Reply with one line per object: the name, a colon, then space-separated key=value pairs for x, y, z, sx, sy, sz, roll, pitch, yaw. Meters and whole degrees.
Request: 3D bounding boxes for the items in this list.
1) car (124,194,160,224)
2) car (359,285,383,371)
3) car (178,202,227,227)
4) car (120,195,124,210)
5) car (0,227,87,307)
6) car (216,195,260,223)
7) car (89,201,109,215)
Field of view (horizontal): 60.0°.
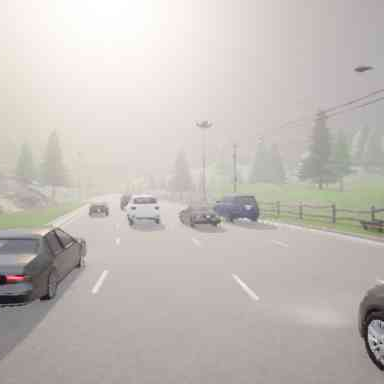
car: x=-3.776 y=1.271 z=25.238 sx=2.150 sy=2.045 sz=5.566 roll=0 pitch=0 yaw=-14
car: x=3.329 y=1.496 z=2.745 sx=1.837 sy=1.490 sz=4.892 roll=0 pitch=0 yaw=-2
car: x=0.402 y=1.576 z=22.859 sx=2.033 sy=1.411 sz=5.357 roll=0 pitch=0 yaw=-14
car: x=-8.602 y=1.316 z=45.385 sx=2.150 sy=2.045 sz=5.566 roll=0 pitch=0 yaw=-13
car: x=-3.975 y=1.575 z=8.197 sx=2.033 sy=1.411 sz=5.357 roll=0 pitch=0 yaw=-7
car: x=3.291 y=1.243 z=25.838 sx=2.150 sy=2.045 sz=5.566 roll=0 pitch=0 yaw=-14
car: x=-9.639 y=1.612 z=34.682 sx=1.812 sy=1.442 sz=4.674 roll=0 pitch=0 yaw=-13
